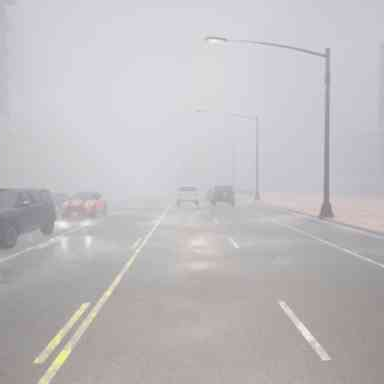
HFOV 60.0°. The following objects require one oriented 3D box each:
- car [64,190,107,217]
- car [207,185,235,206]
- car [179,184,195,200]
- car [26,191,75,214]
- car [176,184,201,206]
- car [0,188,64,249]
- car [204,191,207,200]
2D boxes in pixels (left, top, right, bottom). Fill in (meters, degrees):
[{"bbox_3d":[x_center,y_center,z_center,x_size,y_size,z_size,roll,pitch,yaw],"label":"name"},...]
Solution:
[{"bbox_3d":[-7.463,0.747,23.357,2.097,1.767,4.553,0,2,-1],"label":"car"},{"bbox_3d":[3.043,0.312,34.251,2.150,2.045,5.566,0,2,-1],"label":"car"},{"bbox_3d":[-0.676,-0.018,47.043,2.150,2.045,5.566,0,2,-1],"label":"car"},{"bbox_3d":[-10.922,0.747,26.125,1.837,1.490,4.892,0,2,-1],"label":"car"},{"bbox_3d":[-0.467,0.301,34.862,2.150,2.045,5.566,0,2,-1],"label":"car"},{"bbox_3d":[-7.300,0.884,13.199,2.150,2.045,5.566,0,2,-1],"label":"car"},{"bbox_3d":[2.805,0.314,46.538,2.033,1.411,5.357,0,2,-1],"label":"car"}]
